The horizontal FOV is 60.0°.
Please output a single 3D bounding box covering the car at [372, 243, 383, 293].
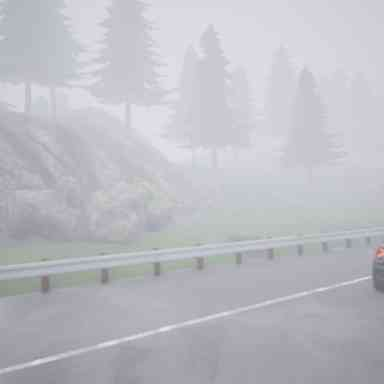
[{"bbox_3d":[6.137,1.353,7.462,4.553,1.767,2.097,0,0,-32],"label":"car"}]
